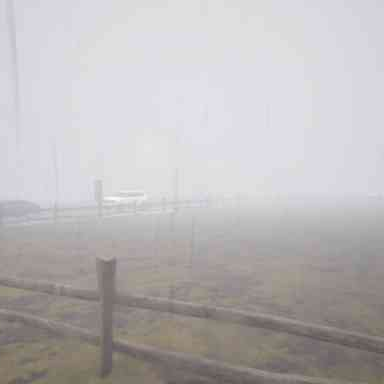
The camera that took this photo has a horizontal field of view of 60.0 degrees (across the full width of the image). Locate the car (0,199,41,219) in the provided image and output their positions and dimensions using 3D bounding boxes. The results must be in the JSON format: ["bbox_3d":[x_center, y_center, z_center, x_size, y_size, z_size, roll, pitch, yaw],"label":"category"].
[{"bbox_3d":[-13.975,1.317,25.093,1.837,1.490,4.892,1,1,36],"label":"car"}]

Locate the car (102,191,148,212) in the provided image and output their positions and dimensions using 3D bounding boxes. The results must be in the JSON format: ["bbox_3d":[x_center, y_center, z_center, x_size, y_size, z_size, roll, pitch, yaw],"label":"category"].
[{"bbox_3d":[-6.977,0.895,34.780,2.150,2.045,5.566,1,1,36],"label":"car"}]

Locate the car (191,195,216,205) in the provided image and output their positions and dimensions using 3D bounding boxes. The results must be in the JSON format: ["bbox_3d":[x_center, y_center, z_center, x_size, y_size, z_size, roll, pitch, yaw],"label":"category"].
[{"bbox_3d":[1.538,1.063,46.548,1.994,1.385,4.181,1,1,36],"label":"car"}]
